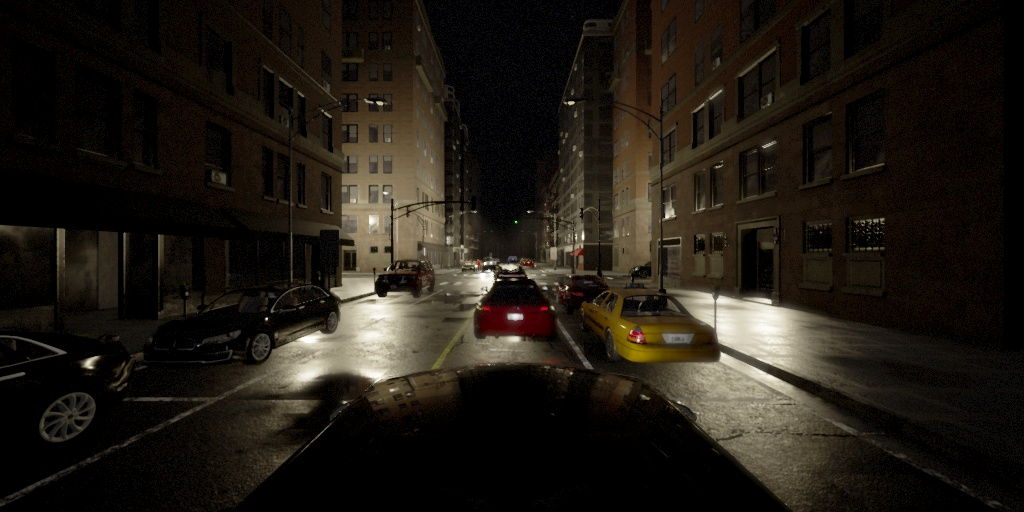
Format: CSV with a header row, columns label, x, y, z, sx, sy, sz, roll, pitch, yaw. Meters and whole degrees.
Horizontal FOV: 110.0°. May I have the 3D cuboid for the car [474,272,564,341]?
label,x,y,z,sx,sy,sz,roll,pitch,yaw
car,0.083,1.315,9.922,1.994,1.385,4.181,0,0,0

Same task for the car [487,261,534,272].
label,x,y,z,sx,sy,sz,roll,pitch,yaw
car,-0.214,1.245,21.388,2.128,1.511,4.902,0,0,-6

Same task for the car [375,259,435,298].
label,x,y,z,sx,sy,sz,roll,pitch,yaw
car,-5.355,1.066,18.696,2.192,1.841,5.009,0,0,0

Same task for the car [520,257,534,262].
label,x,y,z,sx,sy,sz,roll,pitch,yaw
car,2.757,1.190,61.499,1.967,1.591,4.097,0,0,0

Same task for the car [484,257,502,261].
label,x,y,z,sx,sy,sz,roll,pitch,yaw
car,-2.734,1.243,54.873,2.128,1.511,4.902,0,0,0

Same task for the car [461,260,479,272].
label,x,y,z,sx,sy,sz,roll,pitch,yaw
car,-5.301,1.303,45.160,2.007,1.370,4.403,0,0,0

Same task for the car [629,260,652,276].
label,x,y,z,sx,sy,sz,roll,pitch,yaw
car,13.229,1.170,33.247,4.553,1.767,2.097,0,0,0

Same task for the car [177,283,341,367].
label,x,y,z,sx,sy,sz,roll,pitch,yaw
car,-5.377,1.301,7.871,2.007,1.370,4.403,0,0,0

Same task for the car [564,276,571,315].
label,x,y,z,sx,sy,sz,roll,pitch,yaw
car,2.659,1.333,13.258,1.802,1.307,4.207,0,0,0

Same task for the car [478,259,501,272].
label,x,y,z,sx,sy,sz,roll,pitch,yaw
car,-2.762,1.354,45.304,1.895,1.301,4.718,0,0,0

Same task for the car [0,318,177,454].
label,x,y,z,sx,sy,sz,roll,pitch,yaw
car,-5.388,1.301,2.458,2.007,1.370,4.403,0,0,0

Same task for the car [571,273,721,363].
label,x,y,z,sx,sy,sz,roll,pitch,yaw
car,2.648,1.276,8.016,1.751,1.417,4.829,0,0,0
